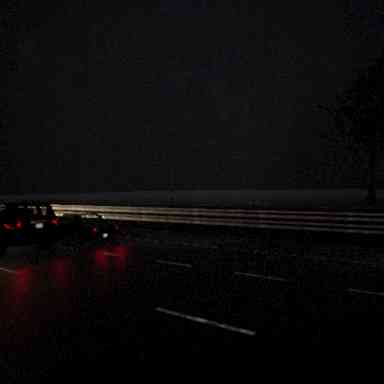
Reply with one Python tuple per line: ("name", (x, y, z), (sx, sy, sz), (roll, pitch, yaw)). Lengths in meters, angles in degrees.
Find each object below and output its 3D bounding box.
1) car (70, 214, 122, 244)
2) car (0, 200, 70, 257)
("car", (-5.795, 1.724, 16.601), (4.718, 1.301, 1.895), (0, 0, 36))
("car", (-7.753, 1.339, 13.698), (5.566, 2.045, 2.150), (0, 0, 36))
